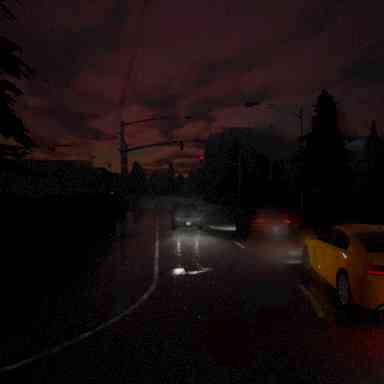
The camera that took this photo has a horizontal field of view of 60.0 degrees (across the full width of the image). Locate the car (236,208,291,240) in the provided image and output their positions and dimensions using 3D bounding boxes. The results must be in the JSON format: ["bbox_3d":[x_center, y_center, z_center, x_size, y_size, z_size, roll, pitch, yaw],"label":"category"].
[{"bbox_3d":[3.552,1.526,17.079,1.812,1.442,4.674,0,0,-5],"label":"car"}]

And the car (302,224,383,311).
[{"bbox_3d":[4.003,1.478,7.765,1.882,1.535,5.008,0,0,6],"label":"car"}]

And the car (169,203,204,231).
[{"bbox_3d":[-0.419,1.493,20.928,2.128,1.511,4.902,0,0,-5],"label":"car"}]

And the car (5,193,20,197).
[{"bbox_3d":[-38.337,1.097,72.949,1.932,1.855,4.605,0,0,-5],"label":"car"}]

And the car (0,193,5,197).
[{"bbox_3d":[-41.194,1.077,72.277,1.905,1.878,3.866,0,0,-5],"label":"car"}]
